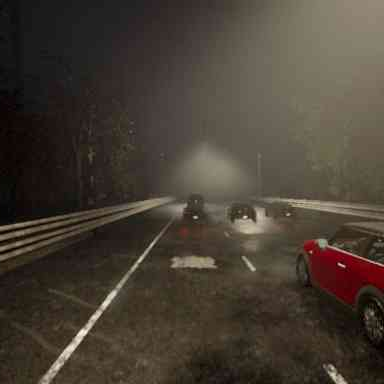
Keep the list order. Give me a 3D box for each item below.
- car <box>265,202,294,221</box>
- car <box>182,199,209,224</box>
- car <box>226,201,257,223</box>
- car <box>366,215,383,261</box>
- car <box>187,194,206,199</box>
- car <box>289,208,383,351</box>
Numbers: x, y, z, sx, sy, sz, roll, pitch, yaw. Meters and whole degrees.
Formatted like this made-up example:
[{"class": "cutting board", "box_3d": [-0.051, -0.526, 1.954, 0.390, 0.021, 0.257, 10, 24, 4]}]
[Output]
[{"class": "car", "box_3d": [7.285, 1.524, 27.403, 1.812, 1.442, 4.674, 0, 0, 1]}, {"class": "car", "box_3d": [0.267, 1.523, 24.598, 1.812, 1.442, 4.674, 0, 0, 1]}, {"class": "car", "box_3d": [3.777, 1.503, 25.830, 1.837, 1.490, 4.892, 0, 0, 1]}, {"class": "car", "box_3d": [7.134, 1.527, 9.558, 1.812, 1.442, 4.674, 0, 0, 0]}, {"class": "car", "box_3d": [0.559, 1.214, 42.945, 2.150, 2.045, 5.566, 0, 0, 1]}, {"class": "car", "box_3d": [3.621, 1.352, 6.367, 2.097, 1.767, 4.553, 0, 0, 0]}]
